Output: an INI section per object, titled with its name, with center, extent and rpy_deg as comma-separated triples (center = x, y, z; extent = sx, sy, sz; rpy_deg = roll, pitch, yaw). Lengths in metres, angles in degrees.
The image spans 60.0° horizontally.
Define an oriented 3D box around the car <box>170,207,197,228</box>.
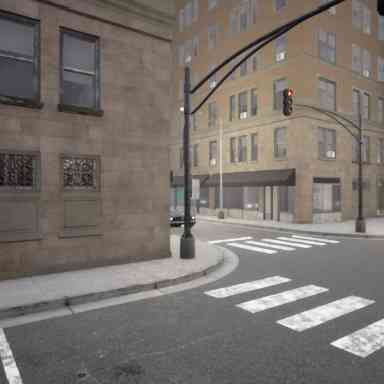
[car]
center = -1.760, 1.502, 19.830
extent = 1.895, 1.301, 4.718
rpy_deg = 0, 0, -36
